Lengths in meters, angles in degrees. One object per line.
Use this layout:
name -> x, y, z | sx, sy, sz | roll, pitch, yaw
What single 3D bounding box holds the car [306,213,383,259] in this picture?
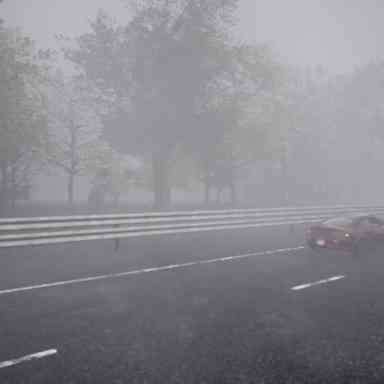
car -> 6.231, 1.524, 12.526 | 4.674, 1.442, 1.812 | 0, 0, -35
